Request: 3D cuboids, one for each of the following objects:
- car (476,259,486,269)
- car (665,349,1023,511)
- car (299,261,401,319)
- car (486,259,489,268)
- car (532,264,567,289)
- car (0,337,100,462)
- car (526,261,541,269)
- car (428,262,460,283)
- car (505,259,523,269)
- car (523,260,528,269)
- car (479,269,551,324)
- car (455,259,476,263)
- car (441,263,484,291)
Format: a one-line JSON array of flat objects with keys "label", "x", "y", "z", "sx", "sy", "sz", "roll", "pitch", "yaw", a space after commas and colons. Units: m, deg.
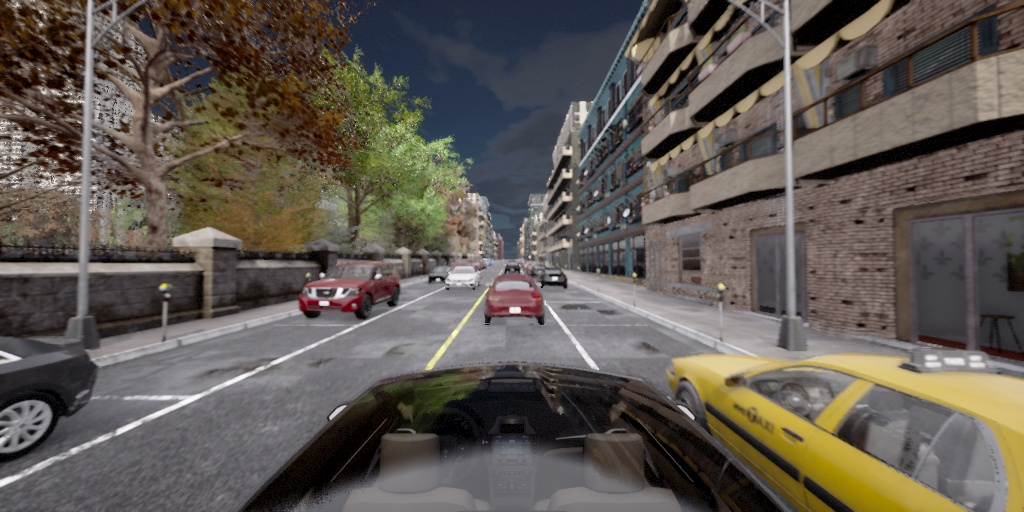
[{"label": "car", "x": -5.736, "y": 1.605, "z": 57.548, "sx": 1.888, "sy": 1.381, "sz": 4.507, "roll": 0, "pitch": 0, "yaw": 0}, {"label": "car", "x": 2.690, "y": 1.279, "z": 2.490, "sx": 1.751, "sy": 1.417, "sz": 4.829, "roll": 0, "pitch": 0, "yaw": 0}, {"label": "car", "x": -5.699, "y": 1.129, "z": 13.361, "sx": 2.192, "sy": 1.841, "sz": 5.009, "roll": 0, "pitch": 0, "yaw": 0}, {"label": "car", "x": -5.740, "y": 1.406, "z": 63.070, "sx": 2.192, "sy": 1.841, "sz": 5.009, "roll": 0, "pitch": 0, "yaw": 0}, {"label": "car", "x": 2.672, "y": 1.442, "z": 24.413, "sx": 1.948, "sy": 1.339, "sz": 4.313, "roll": 0, "pitch": 0, "yaw": 0}, {"label": "car", "x": -5.691, "y": 1.304, "z": 2.314, "sx": 2.007, "sy": 1.370, "sz": 4.403, "roll": 0, "pitch": 0, "yaw": 0}, {"label": "car", "x": 2.663, "y": 1.503, "z": 35.461, "sx": 1.948, "sy": 1.339, "sz": 4.313, "roll": 0, "pitch": 0, "yaw": 0}, {"label": "car", "x": -5.713, "y": 1.472, "z": 29.931, "sx": 1.948, "sy": 1.339, "sz": 4.313, "roll": 0, "pitch": 0, "yaw": 0}, {"label": "car", "x": 0.064, "y": 1.468, "z": 45.035, "sx": 1.882, "sy": 1.535, "sz": 5.008, "roll": 0, "pitch": 0, "yaw": 0}, {"label": "car", "x": 2.659, "y": 1.408, "z": 40.984, "sx": 1.967, "sy": 1.591, "sz": 4.097, "roll": 0, "pitch": 0, "yaw": 0}, {"label": "car", "x": 0.051, "y": 1.334, "z": 12.141, "sx": 1.812, "sy": 1.442, "sz": 4.674, "roll": 0, "pitch": 0, "yaw": -1}, {"label": "car", "x": -5.722, "y": 1.282, "z": 40.978, "sx": 2.192, "sy": 1.841, "sz": 5.009, "roll": 0, "pitch": 0, "yaw": 0}, {"label": "car", "x": -3.109, "y": 1.396, "z": 23.428, "sx": 1.812, "sy": 1.442, "sz": 4.674, "roll": 0, "pitch": 0, "yaw": 0}]
